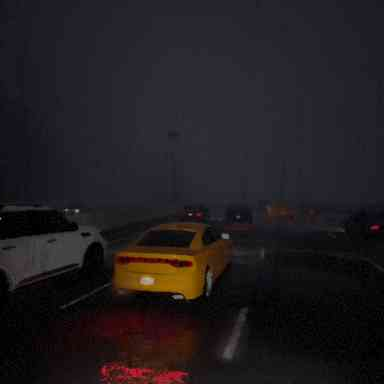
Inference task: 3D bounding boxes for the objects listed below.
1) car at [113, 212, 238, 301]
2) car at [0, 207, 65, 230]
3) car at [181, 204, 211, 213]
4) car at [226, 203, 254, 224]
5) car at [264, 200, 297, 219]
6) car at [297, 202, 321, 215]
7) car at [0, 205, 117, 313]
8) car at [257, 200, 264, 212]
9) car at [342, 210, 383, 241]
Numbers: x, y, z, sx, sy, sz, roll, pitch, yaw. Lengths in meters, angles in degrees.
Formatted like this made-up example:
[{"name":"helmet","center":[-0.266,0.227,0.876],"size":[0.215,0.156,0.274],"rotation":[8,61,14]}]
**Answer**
[{"name":"car","center":[-0.174,1.529,8.637],"size":[1.882,1.535,5.008],"rotation":[0,0,16]},{"name":"car","center":[-11.166,1.788,23.451],"size":[1.895,1.301,4.718],"rotation":[0,0,12]},{"name":"car","center":[0.330,1.700,26.598],"size":[2.033,1.411,5.357],"rotation":[0,0,10]},{"name":"car","center":[3.729,1.610,25.891],"size":[1.882,1.535,5.008],"rotation":[0,0,11]},{"name":"car","center":[7.990,1.617,30.388],"size":[1.882,1.535,5.008],"rotation":[0,0,8]},{"name":"car","center":[12.238,1.750,35.523],"size":[1.895,1.301,4.718],"rotation":[0,0,6]},{"name":"car","center":[-4.111,1.285,7.513],"size":[2.150,2.045,5.566],"rotation":[0,0,16]},{"name":"car","center":[9.357,1.746,41.729],"size":[2.033,1.411,5.357],"rotation":[0,0,5]},{"name":"car","center":[9.083,1.603,16.757],"size":[2.033,1.411,5.357],"rotation":[0,0,12]}]
